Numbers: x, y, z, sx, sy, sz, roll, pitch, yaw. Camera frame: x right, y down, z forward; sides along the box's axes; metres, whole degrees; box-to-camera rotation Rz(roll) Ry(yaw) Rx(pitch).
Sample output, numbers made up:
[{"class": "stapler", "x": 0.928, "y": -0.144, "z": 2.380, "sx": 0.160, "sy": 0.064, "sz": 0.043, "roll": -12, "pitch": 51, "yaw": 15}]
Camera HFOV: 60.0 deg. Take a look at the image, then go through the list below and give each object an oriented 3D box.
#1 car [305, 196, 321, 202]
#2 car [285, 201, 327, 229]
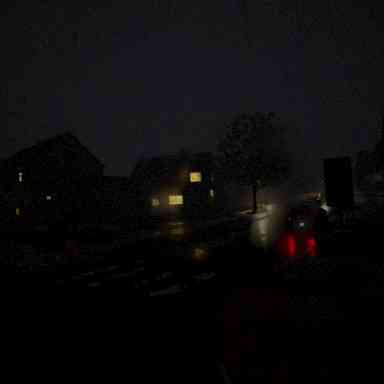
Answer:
[{"class": "car", "x": 17.050, "y": 1.268, "z": 46.904, "sx": 2.128, "sy": 1.511, "sz": 4.902, "roll": -4, "pitch": -1, "yaw": 14}, {"class": "car", "x": 7.125, "y": 1.473, "z": 20.481, "sx": 1.895, "sy": 1.301, "sz": 4.718, "roll": -4, "pitch": -2, "yaw": 27}]
